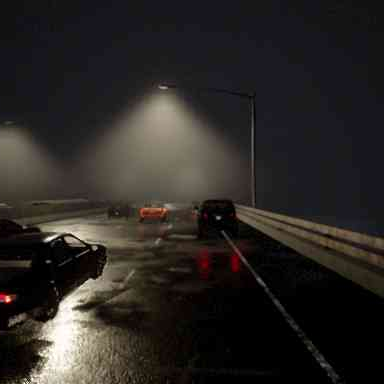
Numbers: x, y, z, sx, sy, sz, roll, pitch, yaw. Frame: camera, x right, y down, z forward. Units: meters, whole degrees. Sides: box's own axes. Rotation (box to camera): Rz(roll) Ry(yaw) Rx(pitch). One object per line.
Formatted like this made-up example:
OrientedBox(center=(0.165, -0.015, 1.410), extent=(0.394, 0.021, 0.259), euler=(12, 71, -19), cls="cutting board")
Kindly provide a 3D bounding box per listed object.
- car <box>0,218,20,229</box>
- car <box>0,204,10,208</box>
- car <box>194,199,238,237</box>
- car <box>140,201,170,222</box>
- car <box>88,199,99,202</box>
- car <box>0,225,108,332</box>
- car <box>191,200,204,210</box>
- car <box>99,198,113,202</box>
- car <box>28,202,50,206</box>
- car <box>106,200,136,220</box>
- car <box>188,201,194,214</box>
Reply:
OrientedBox(center=(-6.850, 1.571, 11.111), extent=(1.882, 1.535, 5.008), euler=(0, 0, 0), cls="car")
OrientedBox(center=(-20.710, 1.909, 34.817), extent=(1.895, 1.301, 4.718), euler=(0, -1, 1), cls="car")
OrientedBox(center=(1.344, 1.388, 19.114), extent=(2.150, 2.045, 5.566), euler=(0, -1, 1), cls="car")
OrientedBox(center=(-3.133, 1.603, 28.726), extent=(2.097, 1.767, 4.553), euler=(0, -1, 1), cls="car")
OrientedBox(center=(-22.740, 2.212, 77.135), extent=(1.994, 1.385, 4.181), euler=(0, -1, 2), cls="car")
OrientedBox(center=(-3.378, 1.609, 7.303), extent=(2.033, 1.411, 5.357), euler=(0, 0, 0), cls="car")
OrientedBox(center=(0.864, 2.053, 53.785), extent=(1.994, 1.385, 4.181), euler=(0, -1, 2), cls="car")
OrientedBox(center=(-19.244, 2.181, 76.976), extent=(1.812, 1.442, 4.674), euler=(0, -1, 2), cls="car")
OrientedBox(center=(-17.150, 1.857, 37.334), extent=(1.812, 1.442, 4.674), euler=(0, -1, 1), cls="car")
OrientedBox(center=(-6.581, 1.757, 31.758), extent=(1.882, 1.535, 5.008), euler=(0, 0, 1), cls="car")
OrientedBox(center=(0.545, 1.870, 40.955), extent=(1.837, 1.490, 4.892), euler=(0, 0, 2), cls="car")
